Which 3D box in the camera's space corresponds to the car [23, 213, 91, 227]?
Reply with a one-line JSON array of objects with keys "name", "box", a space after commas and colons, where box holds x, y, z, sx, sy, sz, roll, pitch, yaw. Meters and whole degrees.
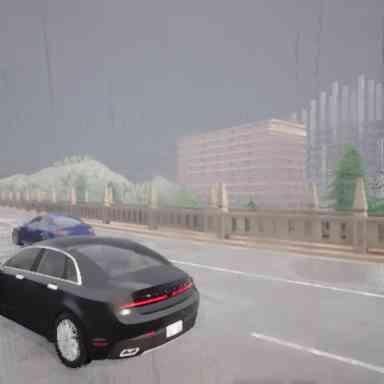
[{"name": "car", "box": [-5.763, 1.600, 13.766, 4.674, 1.442, 1.812, 0, 0, 44]}]

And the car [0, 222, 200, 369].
[{"name": "car", "box": [-2.114, 1.538, 5.853, 4.892, 1.490, 1.837, 0, 0, 39]}]
